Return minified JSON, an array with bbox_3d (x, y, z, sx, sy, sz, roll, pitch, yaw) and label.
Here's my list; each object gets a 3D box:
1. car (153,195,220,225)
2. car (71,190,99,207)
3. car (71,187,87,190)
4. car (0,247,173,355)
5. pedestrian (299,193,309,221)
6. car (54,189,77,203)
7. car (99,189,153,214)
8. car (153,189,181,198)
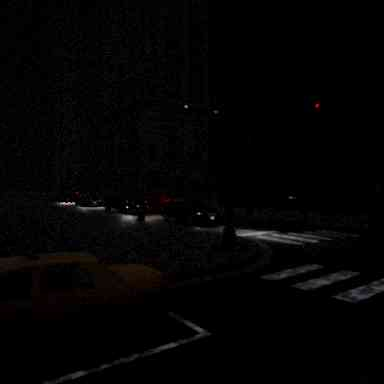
[{"bbox_3d":[-0.216,1.206,21.446,2.128,1.511,4.902,0,1,-36],"label":"car"},{"bbox_3d":[-11.769,0.858,37.549,1.812,1.442,4.674,0,1,-36],"label":"car"},{"bbox_3d":[-17.614,0.297,51.158,2.150,2.045,5.566,0,1,-36],"label":"car"},{"bbox_3d":[-2.602,1.527,4.794,4.829,1.417,1.752,0,0,-36],"label":"car"},{"bbox_3d":[7.277,0.953,21.703,0.375,1.860,0.375,2,-1,-36],"label":"pedestrian"},{"bbox_3d":[-17.587,0.710,45.715,1.994,1.385,4.181,0,1,-35],"label":"car"},{"bbox_3d":[-5.960,0.744,29.446,2.150,2.045,5.566,0,1,-36],"label":"car"},{"bbox_3d":[-2.941,0.766,30.741,2.150,2.045,5.566,0,1,-36],"label":"car"}]
